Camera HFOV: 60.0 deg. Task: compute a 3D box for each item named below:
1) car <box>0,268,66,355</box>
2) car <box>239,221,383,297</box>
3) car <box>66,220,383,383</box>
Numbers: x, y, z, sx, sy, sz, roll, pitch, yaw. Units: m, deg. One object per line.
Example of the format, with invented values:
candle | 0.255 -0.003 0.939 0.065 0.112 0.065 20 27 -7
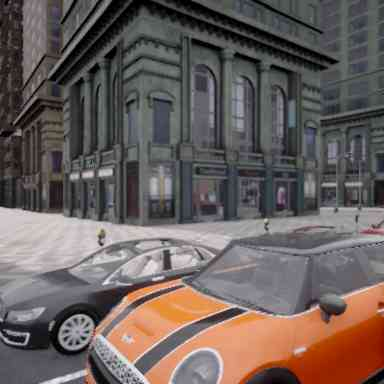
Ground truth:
car | -0.955 1.558 5.969 4.403 1.369 2.008 0 0 -35
car | 3.452 1.603 9.111 4.206 1.307 1.802 0 0 -35
car | 1.096 1.360 4.160 4.553 1.767 2.097 0 0 -35
